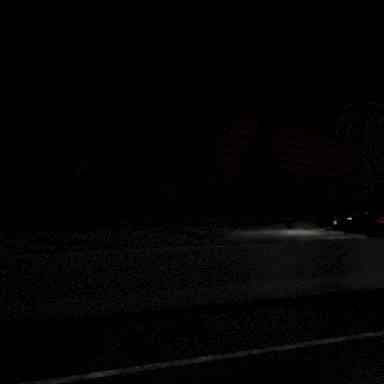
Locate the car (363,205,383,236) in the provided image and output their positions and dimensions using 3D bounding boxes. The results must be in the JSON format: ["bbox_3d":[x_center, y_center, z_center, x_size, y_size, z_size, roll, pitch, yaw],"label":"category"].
[{"bbox_3d":[11.737,1.562,17.204,5.008,1.535,1.882,0,0,-17],"label":"car"}]

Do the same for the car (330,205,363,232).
[{"bbox_3d":[10.927,1.579,20.615,4.902,1.511,2.128,0,0,-17],"label":"car"}]
